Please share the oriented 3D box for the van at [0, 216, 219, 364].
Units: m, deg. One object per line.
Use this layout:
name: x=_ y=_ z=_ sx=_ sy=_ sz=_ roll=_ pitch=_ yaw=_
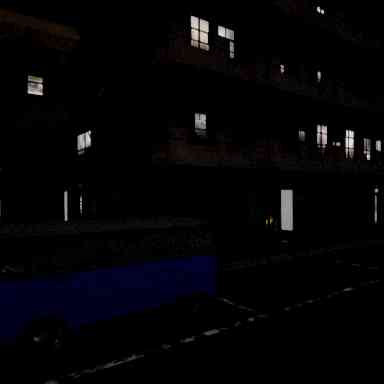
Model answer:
van: x=-1.424 y=1.341 z=5.554 sx=3.998 sy=1.788 sz=1.690 roll=0 pitch=0 yaw=-36
